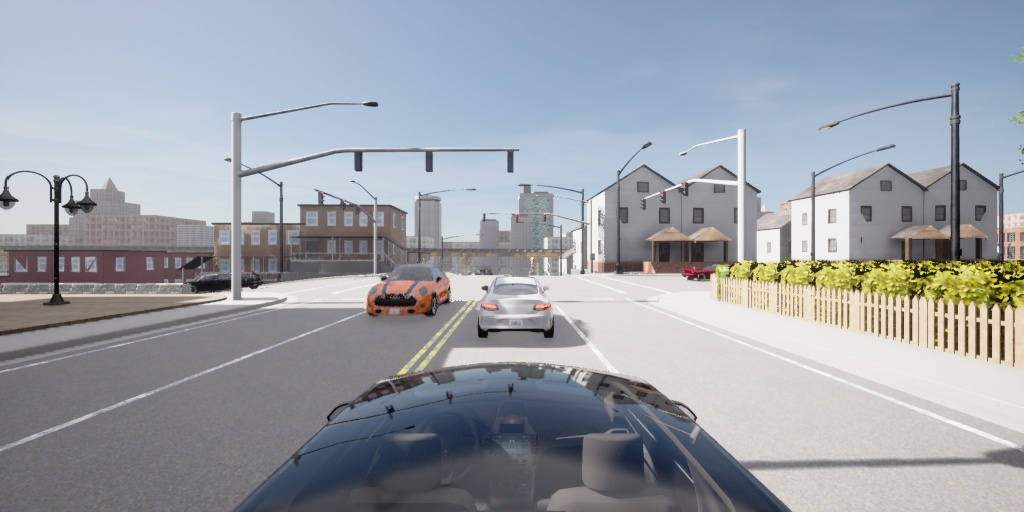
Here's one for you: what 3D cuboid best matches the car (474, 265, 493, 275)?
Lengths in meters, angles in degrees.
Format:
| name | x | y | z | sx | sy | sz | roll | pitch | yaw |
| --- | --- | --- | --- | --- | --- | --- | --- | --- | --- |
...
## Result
| name | x | y | z | sx | sy | sz | roll | pitch | yaw |
| --- | --- | --- | --- | --- | --- | --- | --- | --- | --- |
| car | -3.521 | 2.153 | 45.302 | 2.150 | 2.045 | 5.566 | 0 | -8 | 0 |

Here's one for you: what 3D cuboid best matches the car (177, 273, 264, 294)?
| name | x | y | z | sx | sy | sz | roll | pitch | yaw |
| --- | --- | --- | --- | --- | --- | --- | --- | --- | --- |
| car | -19.977 | 1.845 | 24.762 | 4.718 | 1.301 | 1.895 | -4 | 0 | -1 |

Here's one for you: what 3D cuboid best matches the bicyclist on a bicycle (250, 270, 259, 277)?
| name | x | y | z | sx | sy | sz | roll | pitch | yaw |
| --- | --- | --- | --- | --- | --- | --- | --- | --- | --- |
| bicyclist on a bicycle | -25.569 | 2.214 | 35.648 | 0.582 | 1.620 | 1.656 | -8 | 0 | 0 |

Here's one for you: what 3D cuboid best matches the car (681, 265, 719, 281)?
| name | x | y | z | sx | sy | sz | roll | pitch | yaw |
| --- | --- | --- | --- | --- | --- | --- | --- | --- | --- |
| car | 16.312 | 1.351 | 28.875 | 4.718 | 1.301 | 1.895 | 0 | 0 | -1 |

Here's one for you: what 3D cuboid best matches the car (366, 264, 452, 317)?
| name | x | y | z | sx | sy | sz | roll | pitch | yaw |
| --- | --- | --- | --- | --- | --- | --- | --- | --- | --- |
| car | -3.575 | 1.102 | 13.176 | 2.097 | 1.767 | 4.553 | 0 | 0 | 0 |

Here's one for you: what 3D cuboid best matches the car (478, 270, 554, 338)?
| name | x | y | z | sx | sy | sz | roll | pitch | yaw |
| --- | --- | --- | --- | --- | --- | --- | --- | --- | --- |
| car | 0.101 | 1.276 | 10.071 | 1.812 | 1.442 | 4.674 | 0 | 0 | 0 |
